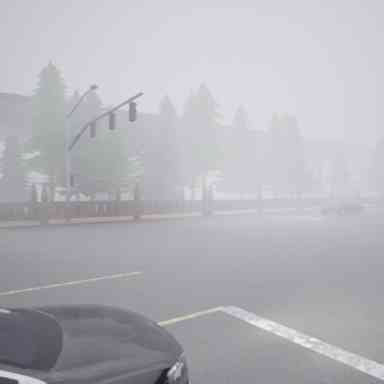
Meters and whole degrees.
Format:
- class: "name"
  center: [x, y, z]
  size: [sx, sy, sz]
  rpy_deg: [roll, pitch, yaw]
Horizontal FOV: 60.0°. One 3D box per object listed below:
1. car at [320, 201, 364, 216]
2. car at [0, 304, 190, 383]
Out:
- class: "car"
  center: [14.130, 1.540, 31.335]
  size: [4.718, 1.301, 1.895]
  rpy_deg: [0, 0, -36]
- class: "car"
  center: [-2.243, 1.493, 2.168]
  size: [4.902, 1.511, 2.128]
  rpy_deg: [0, 0, -35]
